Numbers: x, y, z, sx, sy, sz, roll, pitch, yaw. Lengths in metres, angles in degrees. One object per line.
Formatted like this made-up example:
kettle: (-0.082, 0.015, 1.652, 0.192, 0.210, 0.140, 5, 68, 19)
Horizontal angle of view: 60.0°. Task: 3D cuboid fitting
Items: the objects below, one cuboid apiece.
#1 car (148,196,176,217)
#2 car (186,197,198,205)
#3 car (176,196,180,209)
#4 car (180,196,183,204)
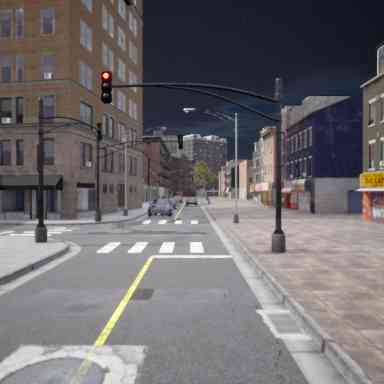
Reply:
car: (-2.880, 1.355, 31.197, 2.097, 1.767, 4.553, 0, 0, 0)
car: (-0.056, 1.578, 57.023, 1.994, 1.385, 4.181, 0, 0, 0)
car: (-2.894, 1.507, 43.660, 1.837, 1.490, 4.892, 0, 2, 0)
car: (-2.834, 1.527, 65.482, 1.837, 1.490, 4.892, 0, -1, 0)
